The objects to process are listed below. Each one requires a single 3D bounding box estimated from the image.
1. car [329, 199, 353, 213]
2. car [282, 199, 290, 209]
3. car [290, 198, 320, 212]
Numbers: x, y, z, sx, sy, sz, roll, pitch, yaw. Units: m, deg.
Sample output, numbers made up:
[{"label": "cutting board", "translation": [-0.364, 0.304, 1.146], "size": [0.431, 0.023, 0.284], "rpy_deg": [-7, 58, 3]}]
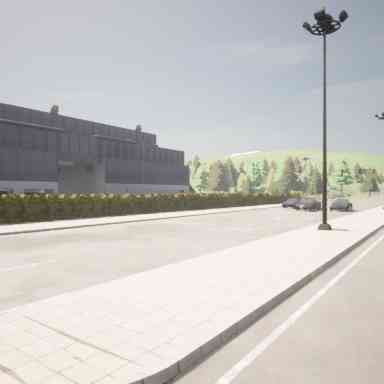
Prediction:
[{"label": "car", "translation": [17.189, 1.540, 38.177], "size": [1.812, 1.442, 4.674], "rpy_deg": [0, 0, 36]}, {"label": "car", "translation": [14.105, 1.564, 45.892], "size": [2.033, 1.411, 5.357], "rpy_deg": [0, 0, 35]}, {"label": "car", "translation": [13.769, 1.506, 39.415], "size": [2.128, 1.511, 4.902], "rpy_deg": [0, 0, 36]}]
